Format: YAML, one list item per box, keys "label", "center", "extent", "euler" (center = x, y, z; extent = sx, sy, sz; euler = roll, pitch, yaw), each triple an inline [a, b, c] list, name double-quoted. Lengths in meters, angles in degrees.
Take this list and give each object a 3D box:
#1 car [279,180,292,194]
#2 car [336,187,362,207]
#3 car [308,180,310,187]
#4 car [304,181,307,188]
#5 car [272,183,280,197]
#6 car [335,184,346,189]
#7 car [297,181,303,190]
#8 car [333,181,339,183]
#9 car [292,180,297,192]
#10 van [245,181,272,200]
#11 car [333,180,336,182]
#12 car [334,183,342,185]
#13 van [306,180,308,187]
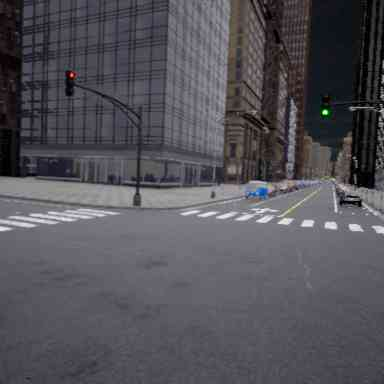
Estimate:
- label: "car"
  center: [13.136, -0.632, 49.081]
  extent: [1.967, 1.590, 4.097]
  euler: [4, 3, 23]
- label: "car"
  center: [14.367, 0.548, 30.188]
  extent: [1.947, 1.339, 4.313]
  euler: [4, 3, 23]
- label: "car"
  center: [28.545, -1.836, 85.476]
  extent: [1.947, 1.339, 4.313]
  euler: [4, 4, 23]
- label: "car"
  center: [24.142, -1.475, 75.078]
  extent: [1.887, 1.381, 4.507]
  euler: [4, 4, 23]
- label: "car"
  center: [8.725, -0.121, 38.691]
  extent: [1.802, 1.307, 4.206]
  euler: [4, 3, 23]
- label: "car"
  center: [20.972, 0.011, 45.787]
  extent: [1.802, 1.307, 4.206]
  euler: [4, 3, 23]
- label: "car"
  center: [19.748, -1.322, 64.669]
  extent: [2.192, 1.841, 5.009]
  euler: [4, 4, 23]
- label: "car"
  center: [34.188, -1.158, 76.976]
  extent: [2.008, 1.369, 4.403]
  euler: [4, 4, 23]
- label: "car"
  center: [15.344, -0.944, 54.273]
  extent: [2.192, 1.841, 5.009]
  euler: [4, 3, 23]
- label: "van"
  center: [6.534, -0.178, 33.480]
  extent: [1.690, 1.788, 3.998]
  euler: [4, 3, 23]
- label: "car"
  center: [36.395, -1.460, 82.168]
  extent: [1.967, 1.590, 4.097]
  euler: [4, 4, 23]
- label: "car"
  center: [25.379, -0.401, 56.182]
  extent: [1.887, 1.381, 4.507]
  euler: [4, 3, 23]
- label: "van"
  center: [26.354, -1.870, 80.265]
  extent: [1.690, 1.788, 3.998]
  euler: [4, 4, 23]
